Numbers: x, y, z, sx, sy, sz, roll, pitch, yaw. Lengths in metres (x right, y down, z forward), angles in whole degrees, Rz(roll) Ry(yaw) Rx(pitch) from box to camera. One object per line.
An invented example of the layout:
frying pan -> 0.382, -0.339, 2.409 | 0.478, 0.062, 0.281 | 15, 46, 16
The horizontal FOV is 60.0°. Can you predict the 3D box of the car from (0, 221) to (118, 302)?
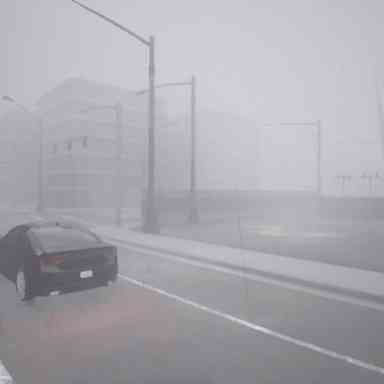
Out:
car -> -3.751, 1.492, 8.514 | 1.882, 1.535, 5.008 | 0, 0, -41
